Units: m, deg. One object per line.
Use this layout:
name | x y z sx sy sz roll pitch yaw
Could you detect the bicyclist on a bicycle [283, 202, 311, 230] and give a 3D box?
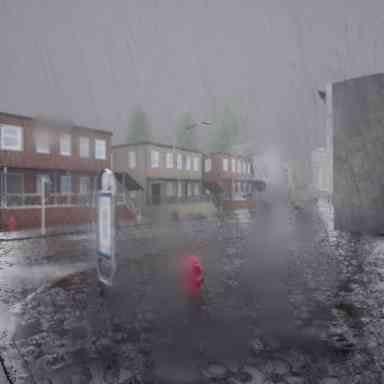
bicyclist on a bicycle | 6.155 1.405 19.577 1.656 1.620 0.582 -1 -1 36
